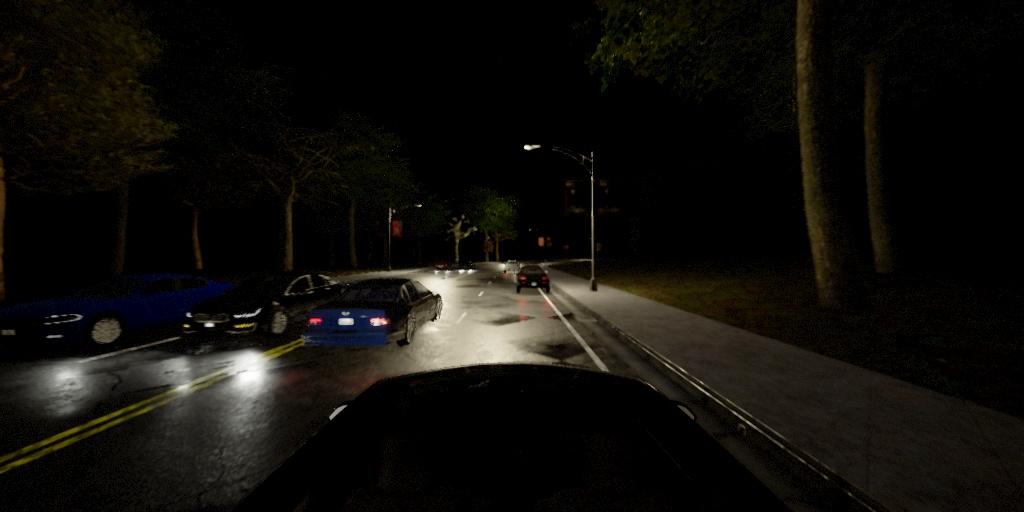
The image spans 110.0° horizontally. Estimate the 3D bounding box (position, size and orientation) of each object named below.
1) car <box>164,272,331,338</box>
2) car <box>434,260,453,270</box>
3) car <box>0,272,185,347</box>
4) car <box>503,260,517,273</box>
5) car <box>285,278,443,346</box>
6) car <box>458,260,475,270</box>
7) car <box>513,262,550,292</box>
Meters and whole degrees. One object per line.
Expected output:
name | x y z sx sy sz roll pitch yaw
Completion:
car | -6.599 1.247 10.250 1.837 1.490 4.892 0 0 0
car | -9.776 1.265 51.517 1.812 1.442 4.674 0 0 1
car | -9.850 1.220 9.514 1.882 1.535 5.008 0 0 0
car | 0.020 1.262 42.547 1.812 1.442 4.674 0 0 1
car | -3.151 1.291 9.320 2.033 1.411 5.357 0 0 0
car | -6.521 1.303 51.640 1.994 1.385 4.181 0 0 1
car | 1.137 1.263 20.784 1.812 1.442 4.674 0 0 0
